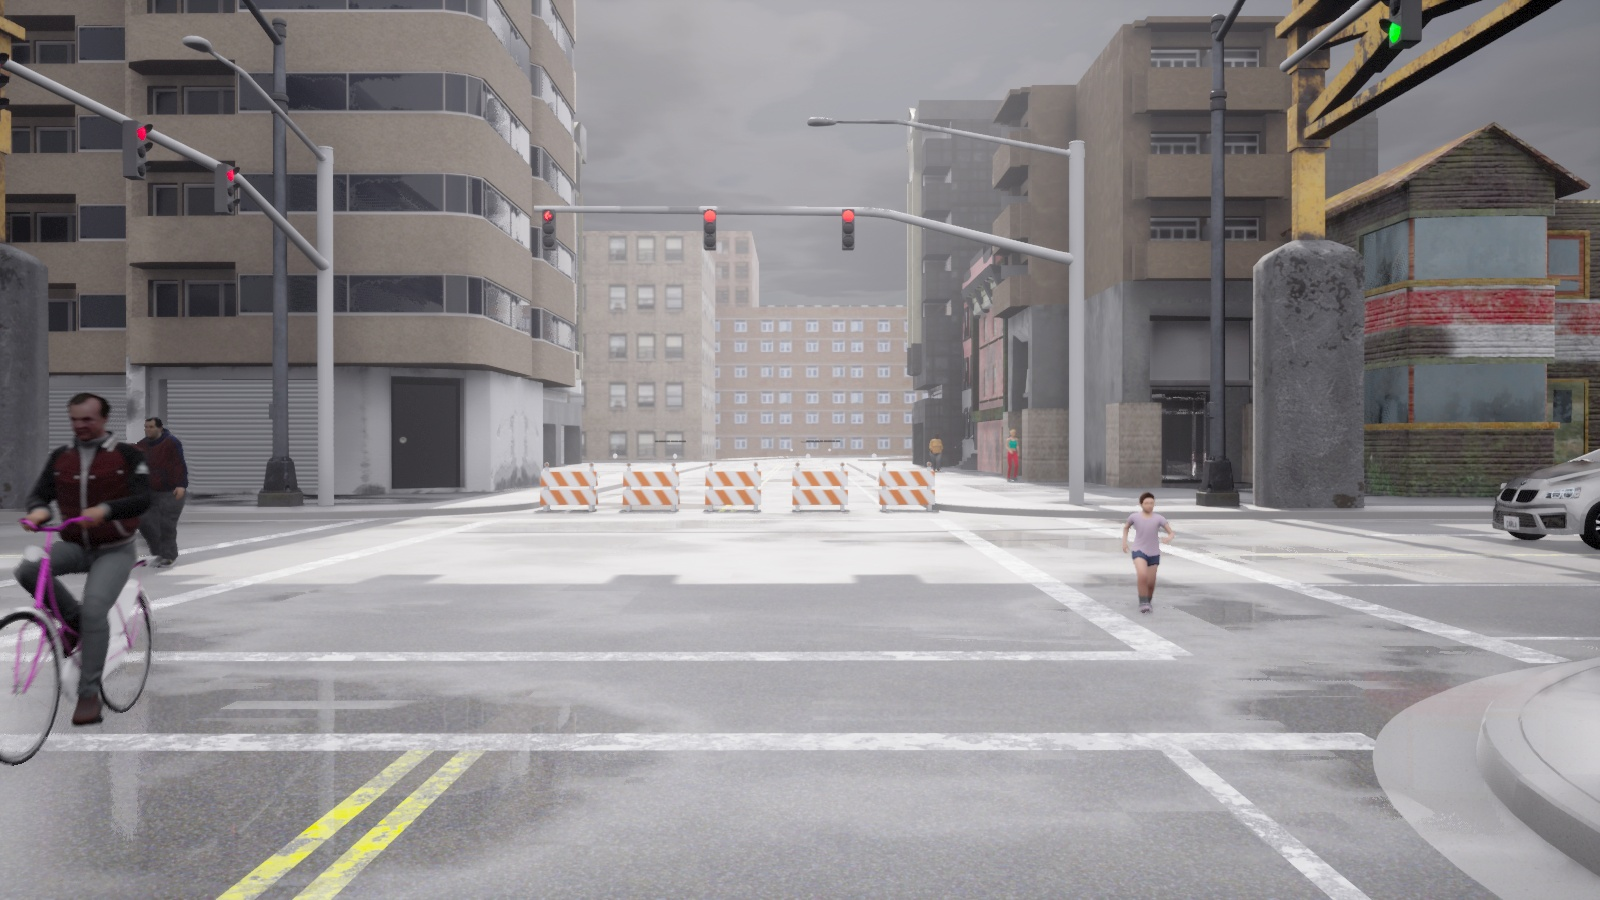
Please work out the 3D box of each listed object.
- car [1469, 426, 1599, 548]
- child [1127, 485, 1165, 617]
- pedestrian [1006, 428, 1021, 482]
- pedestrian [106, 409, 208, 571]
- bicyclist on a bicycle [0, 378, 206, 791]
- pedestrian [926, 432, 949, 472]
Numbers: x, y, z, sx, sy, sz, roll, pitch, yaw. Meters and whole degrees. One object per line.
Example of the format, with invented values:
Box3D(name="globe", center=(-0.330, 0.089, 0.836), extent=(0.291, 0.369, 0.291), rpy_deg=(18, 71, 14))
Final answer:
Box3D(name="car", center=(12.614, 0.498, 18.226), extent=(4.611, 1.667, 2.242), rpy_deg=(0, 0, 0))
Box3D(name="child", center=(3.000, 0.867, 10.901), extent=(0.255, 1.110, 0.394), rpy_deg=(0, 0, 6))
Box3D(name="pedestrian", center=(7.337, 0.174, 43.162), extent=(0.345, 1.836, 0.594), rpy_deg=(0, 0, -11))
Box3D(name="pedestrian", center=(-7.559, 0.453, 14.795), extent=(0.634, 1.844, 0.899), rpy_deg=(0, 0, 12))
Box3D(name="bicyclist on a bicycle", center=(-3.679, 0.578, 6.306), extent=(0.659, 1.776, 1.843), rpy_deg=(-1, 0, -6))
Box3D(name="pedestrian", center=(6.305, 0.091, 57.677), extent=(0.874, 1.855, 0.900), rpy_deg=(0, 0, -4))
